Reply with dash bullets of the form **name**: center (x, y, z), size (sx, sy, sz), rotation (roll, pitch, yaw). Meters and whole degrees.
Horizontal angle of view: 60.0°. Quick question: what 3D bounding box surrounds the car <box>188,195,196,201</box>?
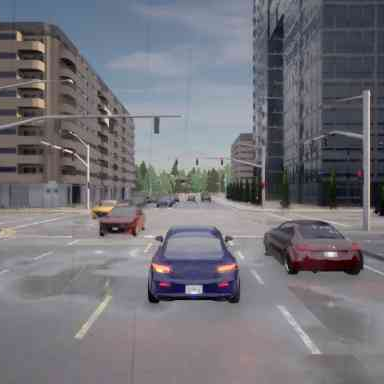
- **car**: center (-0.041, 1.525, 87.775), size (2.128, 1.511, 4.902), rotation (0, 0, 1)

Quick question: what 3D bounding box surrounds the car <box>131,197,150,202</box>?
- **car**: center (-7.484, 1.504, 47.164), size (1.837, 1.490, 4.892), rotation (0, 0, 0)

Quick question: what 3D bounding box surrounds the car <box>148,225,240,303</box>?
- **car**: center (0.047, 1.526, 8.073), size (1.812, 1.442, 4.674), rotation (0, 0, 0)

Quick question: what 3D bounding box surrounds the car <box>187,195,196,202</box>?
- **car**: center (-0.151, 1.540, 77.431), size (2.033, 1.411, 5.357), rotation (0, 0, 1)

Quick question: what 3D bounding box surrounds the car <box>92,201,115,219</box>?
- **car**: center (-7.274, 1.505, 29.031), size (1.882, 1.535, 5.008), rotation (0, 0, -1)

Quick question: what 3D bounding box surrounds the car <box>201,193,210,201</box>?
- **car**: center (3.459, 1.225, 87.802), size (2.150, 2.045, 5.566), rotation (0, 0, 1)

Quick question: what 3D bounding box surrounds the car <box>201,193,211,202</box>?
- **car**: center (3.350, 1.355, 77.639), size (2.097, 1.767, 4.553), rotation (0, 0, 1)

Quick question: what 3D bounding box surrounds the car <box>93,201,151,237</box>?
- **car**: center (-3.656, 1.489, 18.243), size (1.882, 1.535, 5.008), rotation (0, 0, 0)

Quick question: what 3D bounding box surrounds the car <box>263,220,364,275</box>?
- **car**: center (3.556, 1.564, 10.496), size (1.994, 1.385, 4.181), rotation (0, 0, 0)

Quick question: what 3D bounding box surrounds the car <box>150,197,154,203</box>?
- **car**: center (-7.374, 1.564, 62.273), size (1.994, 1.385, 4.181), rotation (0, 0, 1)

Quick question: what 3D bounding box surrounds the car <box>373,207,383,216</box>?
- **car**: center (19.459, 1.656, 30.678), size (4.718, 1.301, 1.895), rotation (0, 0, 0)

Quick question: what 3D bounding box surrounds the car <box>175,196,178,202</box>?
- **car**: center (-3.935, 1.526, 58.470), size (1.812, 1.442, 4.674), rotation (0, 0, 1)

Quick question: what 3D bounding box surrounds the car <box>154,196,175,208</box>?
- **car**: center (-3.989, 1.352, 48.984), size (2.097, 1.767, 4.553), rotation (0, 0, 0)
